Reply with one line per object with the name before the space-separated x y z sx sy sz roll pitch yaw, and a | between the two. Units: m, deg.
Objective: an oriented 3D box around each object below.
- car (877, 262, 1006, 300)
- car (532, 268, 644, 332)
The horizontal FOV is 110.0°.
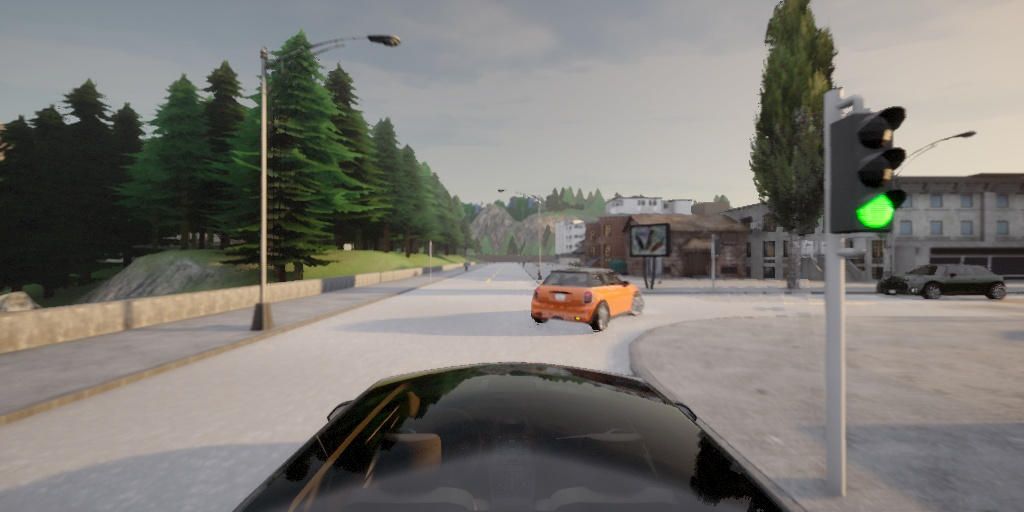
car | 20.986 1.179 17.683 4.553 1.767 2.097 0 0 0
car | 2.566 1.149 11.514 2.097 1.767 4.553 0 0 36
